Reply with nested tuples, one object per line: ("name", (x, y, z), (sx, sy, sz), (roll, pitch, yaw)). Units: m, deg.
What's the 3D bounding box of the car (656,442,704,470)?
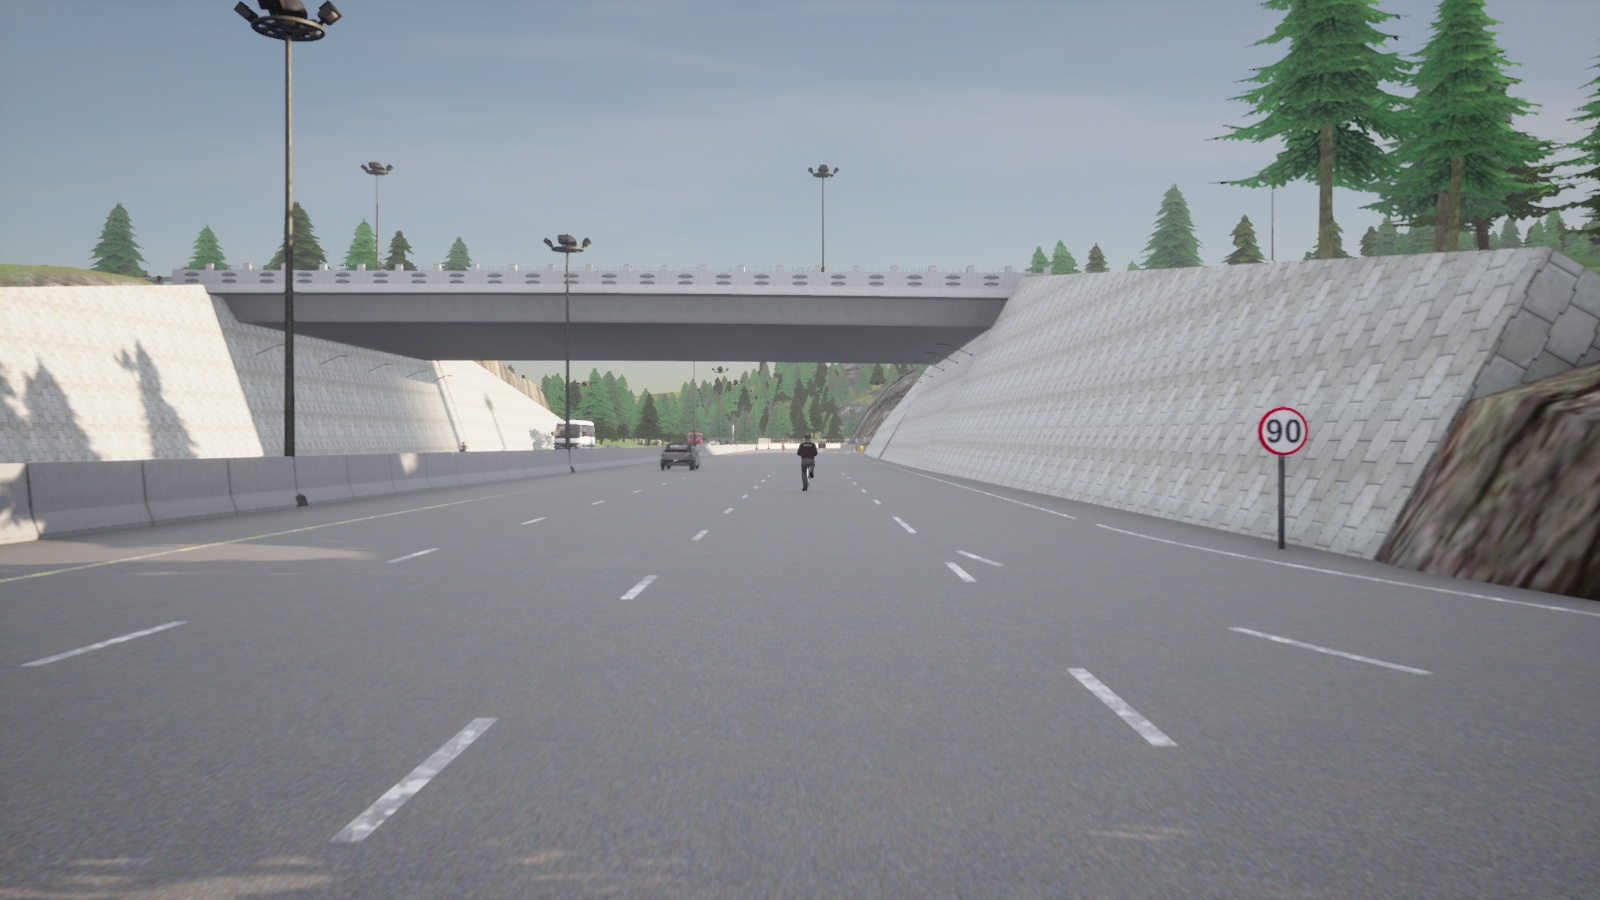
("car", (-6.589, 0.306, 69.465), (2.128, 1.511, 4.902), (0, 0, 0))
